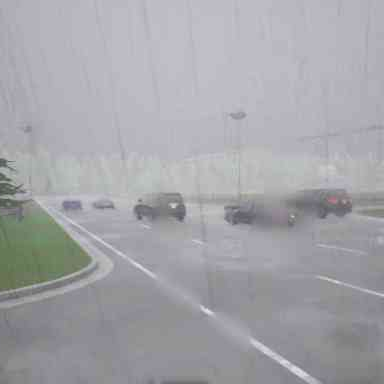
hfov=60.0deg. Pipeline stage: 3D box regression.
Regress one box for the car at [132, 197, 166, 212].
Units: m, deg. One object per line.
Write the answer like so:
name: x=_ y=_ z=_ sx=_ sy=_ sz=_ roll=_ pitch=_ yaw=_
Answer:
car: x=-4.755 y=1.281 z=36.026 sx=2.033 sy=1.411 sz=5.357 roll=-2 pitch=1 yaw=-26

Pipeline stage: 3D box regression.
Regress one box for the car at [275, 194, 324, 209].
car: x=11.120 y=0.925 z=34.498 sx=4.674 sy=1.442 sz=1.812 roll=-1 pitch=1 yaw=24

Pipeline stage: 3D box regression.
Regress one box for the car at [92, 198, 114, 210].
car: x=-10.900 y=1.388 z=40.536 sx=1.994 sy=1.385 sz=4.181 roll=-2 pitch=1 yaw=-26

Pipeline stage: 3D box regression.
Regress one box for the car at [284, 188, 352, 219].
car: x=8.859 y=0.773 z=24.317 sx=2.150 sy=2.045 sz=5.566 roll=-2 pitch=1 yaw=-26

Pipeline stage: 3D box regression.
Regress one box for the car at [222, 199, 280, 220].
car: x=4.370 y=1.240 z=25.512 sx=1.895 sy=1.301 sz=4.718 roll=-2 pitch=1 yaw=-26

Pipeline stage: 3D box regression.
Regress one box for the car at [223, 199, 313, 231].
car: x=3.854 y=1.266 z=18.677 sx=2.033 sy=1.411 sz=5.357 roll=-2 pitch=1 yaw=-26

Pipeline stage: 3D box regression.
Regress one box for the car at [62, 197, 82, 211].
car: x=-14.458 y=1.387 z=39.828 sx=1.882 sy=1.535 sz=5.008 roll=-2 pitch=1 yaw=-26

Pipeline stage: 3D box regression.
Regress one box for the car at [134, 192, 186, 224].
car: x=-2.361 y=1.032 z=23.306 sx=2.150 sy=2.045 sz=5.566 roll=-2 pitch=1 yaw=-26

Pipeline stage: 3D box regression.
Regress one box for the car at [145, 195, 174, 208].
car: x=-4.333 y=1.147 z=43.039 sx=2.128 sy=1.511 sz=4.902 roll=-2 pitch=1 yaw=-26
